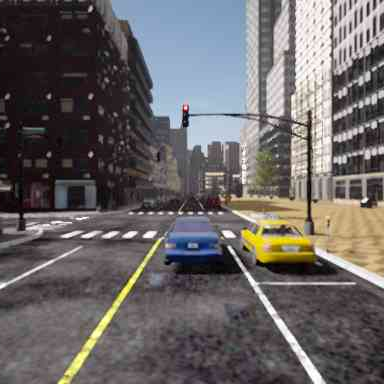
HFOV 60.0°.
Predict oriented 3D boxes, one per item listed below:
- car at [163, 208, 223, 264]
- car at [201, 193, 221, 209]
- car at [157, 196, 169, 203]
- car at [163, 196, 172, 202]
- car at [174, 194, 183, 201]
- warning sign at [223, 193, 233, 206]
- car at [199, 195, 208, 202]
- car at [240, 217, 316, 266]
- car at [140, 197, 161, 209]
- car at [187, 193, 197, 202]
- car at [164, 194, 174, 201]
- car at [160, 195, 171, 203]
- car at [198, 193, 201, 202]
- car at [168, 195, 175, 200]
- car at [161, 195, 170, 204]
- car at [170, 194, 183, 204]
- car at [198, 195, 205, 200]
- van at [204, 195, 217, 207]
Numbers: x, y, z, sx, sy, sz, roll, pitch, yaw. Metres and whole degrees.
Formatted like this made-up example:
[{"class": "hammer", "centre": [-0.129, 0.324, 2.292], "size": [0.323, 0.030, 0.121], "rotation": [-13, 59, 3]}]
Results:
[{"class": "car", "centre": [-0.003, 1.531, 11.735], "size": [2.033, 1.411, 5.357], "rotation": [0, 0, -1]}, {"class": "car", "centre": [2.694, 1.270, 43.604], "size": [2.192, 1.841, 5.009], "rotation": [0, 0, 0]}, {"class": "car", "centre": [-5.682, 1.499, 65.711], "size": [1.887, 1.381, 4.507], "rotation": [0, 0, 0]}, {"class": "car", "centre": [-5.680, 1.540, 76.766], "size": [1.802, 1.307, 4.206], "rotation": [0, 0, 0]}, {"class": "car", "centre": [-2.986, 1.198, 76.562], "size": [1.837, 1.490, 4.892], "rotation": [0, 0, 0]}, {"class": "warning sign", "centre": [5.081, 1.069, 46.860], "size": [1.300, 1.860, 1.060], "rotation": [0, 0, 0]}, {"class": "car", "centre": [2.700, 1.503, 76.764], "size": [1.887, 1.381, 4.507], "rotation": [0, 0, 0]}, {"class": "car", "centre": [2.689, 1.509, 11.361], "size": [1.752, 1.417, 4.829], "rotation": [0, 0, 0]}, {"class": "car", "centre": [-5.685, 1.506, 43.606], "size": [2.008, 1.369, 4.403], "rotation": [0, 0, 0]}, {"class": "car", "centre": [0.013, 1.456, 72.381], "size": [1.837, 1.490, 4.892], "rotation": [0, 0, 0]}, {"class": "car", "centre": [-5.679, 1.401, 82.292], "size": [1.967, 1.590, 4.097], "rotation": [0, 0, 0]}, {"class": "car", "centre": [-5.681, 1.397, 71.239], "size": [1.967, 1.590, 4.097], "rotation": [0, 0, 0]}, {"class": "car", "centre": [2.697, 1.269, 65.710], "size": [2.192, 1.841, 5.009], "rotation": [0, 0, 0]}, {"class": "car", "centre": [-5.676, 1.493, 93.175], "size": [1.752, 1.417, 4.829], "rotation": [0, 0, 0]}, {"class": "car", "centre": [-5.682, 1.504, 60.185], "size": [2.008, 1.369, 4.403], "rotation": [0, 0, 0]}, {"class": "car", "centre": [-3.029, 1.554, 60.970], "size": [1.895, 1.301, 4.718], "rotation": [0, 0, 1]}, {"class": "car", "centre": [2.704, 1.493, 93.514], "size": [1.752, 1.417, 4.829], "rotation": [0, 0, 0]}, {"class": "van", "centre": [2.694, 1.294, 49.130], "size": [1.690, 1.788, 3.998], "rotation": [0, 0, 0]}]
